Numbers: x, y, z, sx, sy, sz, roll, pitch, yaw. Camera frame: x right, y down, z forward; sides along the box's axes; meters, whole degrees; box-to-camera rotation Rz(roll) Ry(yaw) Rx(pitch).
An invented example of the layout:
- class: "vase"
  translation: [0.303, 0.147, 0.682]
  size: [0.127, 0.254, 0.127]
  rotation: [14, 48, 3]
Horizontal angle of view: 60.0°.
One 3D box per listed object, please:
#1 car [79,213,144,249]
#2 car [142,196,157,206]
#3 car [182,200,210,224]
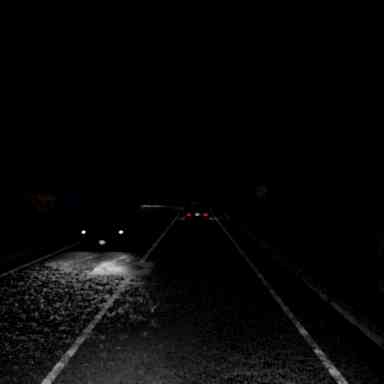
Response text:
- class: "car"
  translation: [-3.436, 1.634, 14.958]
  size: [1.895, 1.301, 4.718]
  rotation: [0, 0, 1]
- class: "car"
  translation: [-7.359, 1.511, 56.981]
  size: [1.837, 1.490, 4.892]
  rotation: [3, 0, -20]
- class: "car"
  translation: [0.388, 1.612, 25.339]
  size: [2.033, 1.411, 5.357]
  rotation: [0, 0, 1]
